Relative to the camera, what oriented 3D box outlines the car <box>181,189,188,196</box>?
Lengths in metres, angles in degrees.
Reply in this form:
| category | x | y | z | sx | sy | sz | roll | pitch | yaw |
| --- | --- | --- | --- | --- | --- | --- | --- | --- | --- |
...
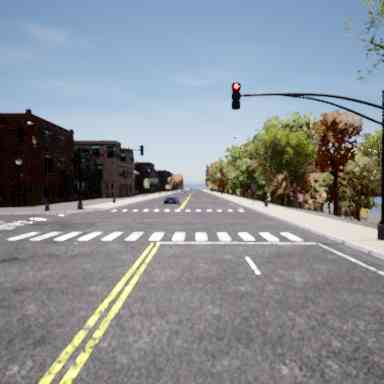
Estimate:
| category | x | y | z | sx | sy | sz | roll | pitch | yaw |
| --- | --- | --- | --- | --- | --- | --- | --- | --- | --- |
| car | -2.257 | 0.102 | 91.005 | 2.097 | 1.767 | 4.553 | 0 | 1 | 1 |

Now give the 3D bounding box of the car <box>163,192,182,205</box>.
| category | x | y | z | sx | sy | sz | roll | pitch | yaw |
| --- | --- | --- | --- | --- | --- | --- | --- | --- | --- |
| car | -2.715 | 1.018 | 44.753 | 1.994 | 1.385 | 4.181 | 0 | 1 | 1 |
